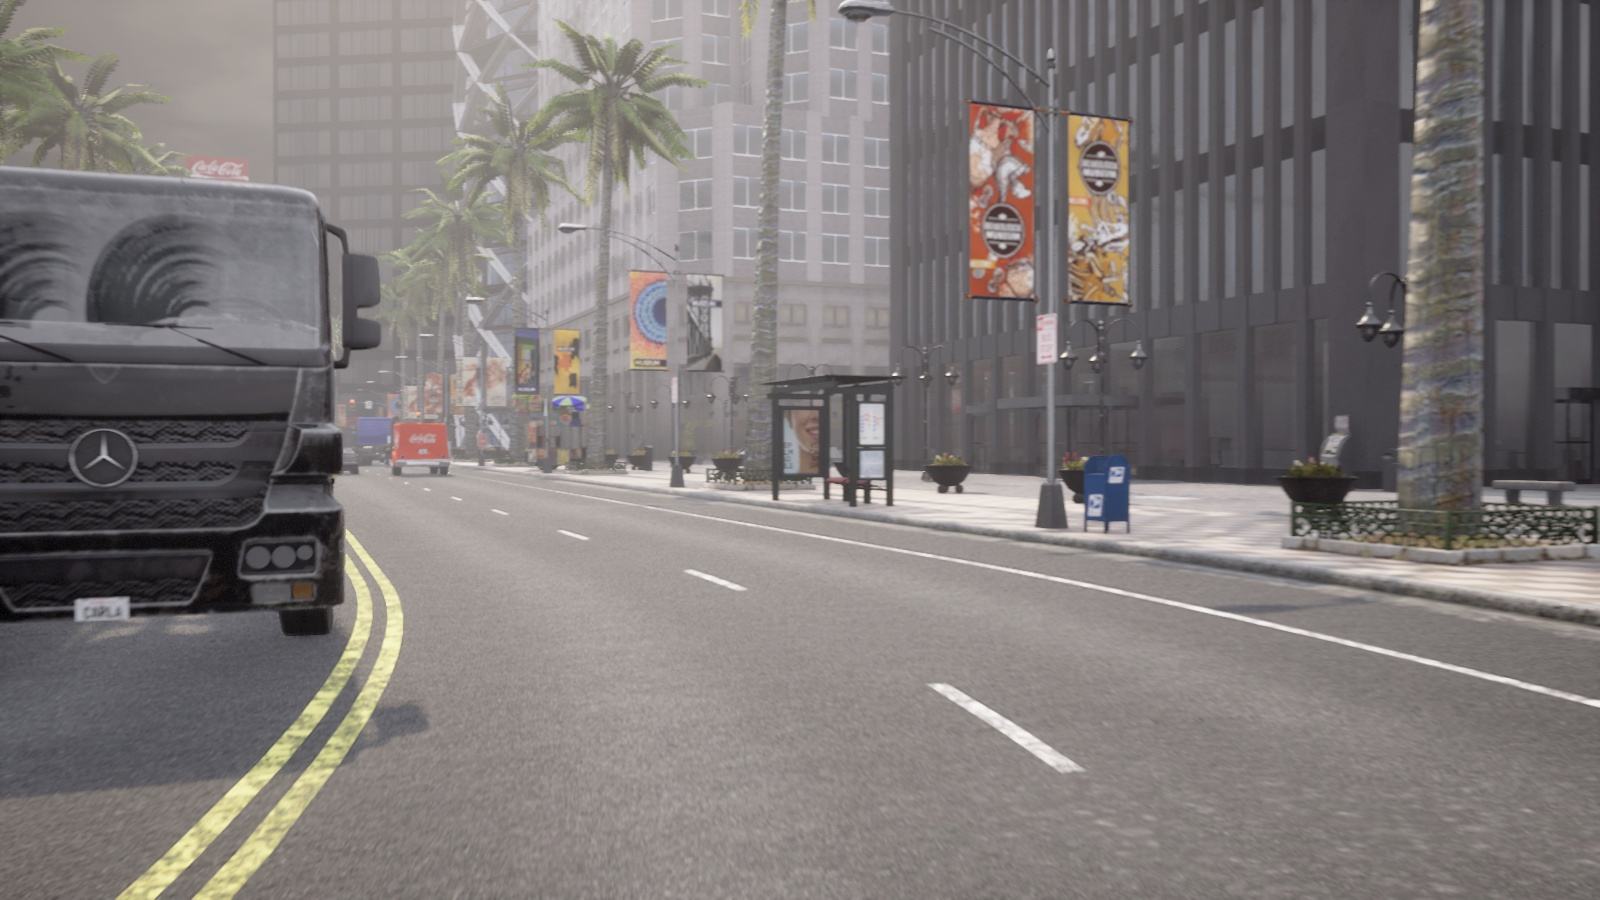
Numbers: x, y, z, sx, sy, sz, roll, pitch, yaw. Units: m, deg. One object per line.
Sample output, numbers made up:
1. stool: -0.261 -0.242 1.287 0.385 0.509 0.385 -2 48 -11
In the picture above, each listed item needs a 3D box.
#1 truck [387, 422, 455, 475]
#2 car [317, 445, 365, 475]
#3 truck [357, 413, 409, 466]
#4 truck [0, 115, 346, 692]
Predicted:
1. truck: -18.382 -0.078 60.718 2.627 2.467 5.204 0 0 -22
2. car: -22.763 0.449 62.167 2.033 1.411 5.357 0 0 -22
3. truck: -28.804 -0.716 86.601 2.891 3.462 7.936 0 0 -22
4. truck: -5.750 -0.298 11.422 2.891 3.462 7.936 0 0 -21
